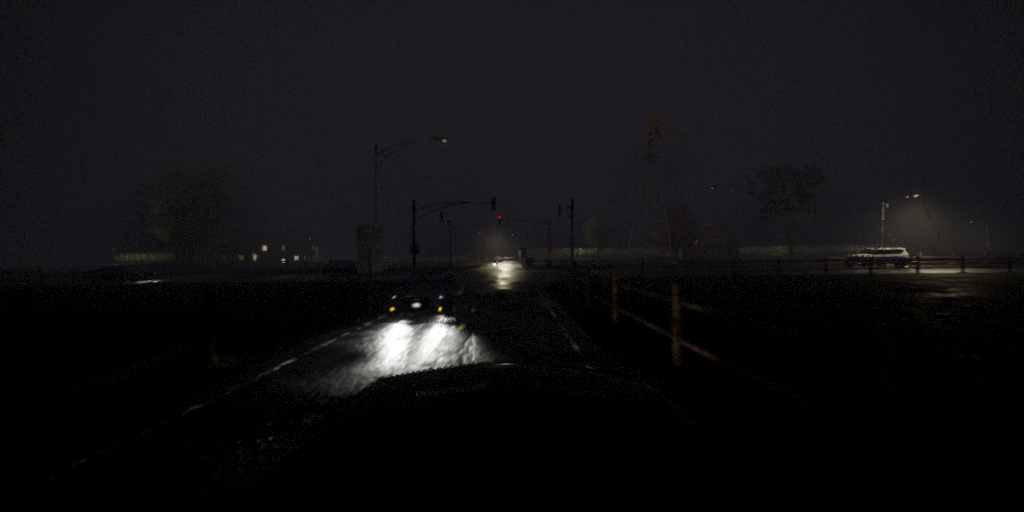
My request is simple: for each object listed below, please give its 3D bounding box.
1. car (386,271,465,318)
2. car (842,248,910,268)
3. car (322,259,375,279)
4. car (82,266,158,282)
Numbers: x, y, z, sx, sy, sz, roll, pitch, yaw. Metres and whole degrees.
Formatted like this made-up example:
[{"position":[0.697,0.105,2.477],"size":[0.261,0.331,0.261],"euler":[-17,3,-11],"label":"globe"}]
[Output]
[{"position":[-2.820,1.243,12.563],"size":[1.994,1.385,4.181],"euler":[0,0,0],"label":"car"},{"position":[37.375,0.195,36.871],"size":[5.566,2.045,2.150],"euler":[-1,1,0],"label":"car"},{"position":[-14.926,1.076,33.165],"size":[4.553,1.767,2.097],"euler":[-1,1,0],"label":"car"},{"position":[-36.175,1.611,33.108],"size":[5.357,1.411,2.033],"euler":[-1,1,0],"label":"car"}]
